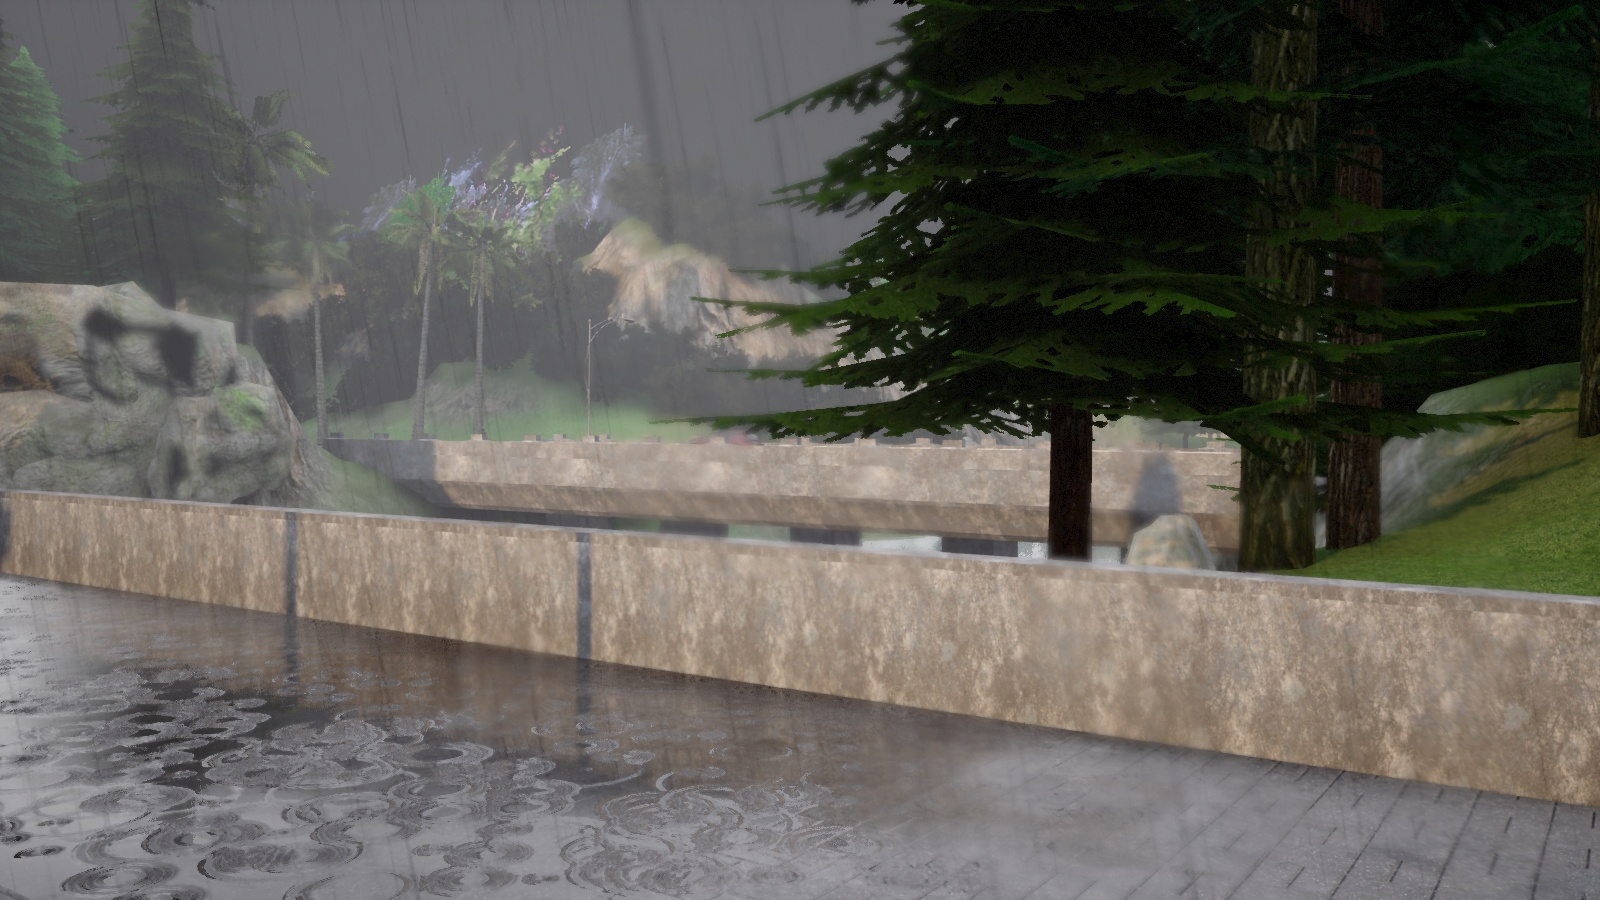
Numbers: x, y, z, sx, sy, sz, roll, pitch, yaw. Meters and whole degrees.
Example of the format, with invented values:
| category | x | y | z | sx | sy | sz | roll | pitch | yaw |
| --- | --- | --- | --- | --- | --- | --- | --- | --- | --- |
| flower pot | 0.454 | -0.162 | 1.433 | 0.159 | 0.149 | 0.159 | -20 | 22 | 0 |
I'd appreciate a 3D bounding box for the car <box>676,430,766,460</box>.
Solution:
| category | x | y | z | sx | sy | sz | roll | pitch | yaw |
| --- | --- | --- | --- | --- | --- | --- | --- | --- | --- |
| car | -4.548 | -0.278 | 71.805 | 4.856 | 1.649 | 2.033 | 0 | 1 | 34 |
